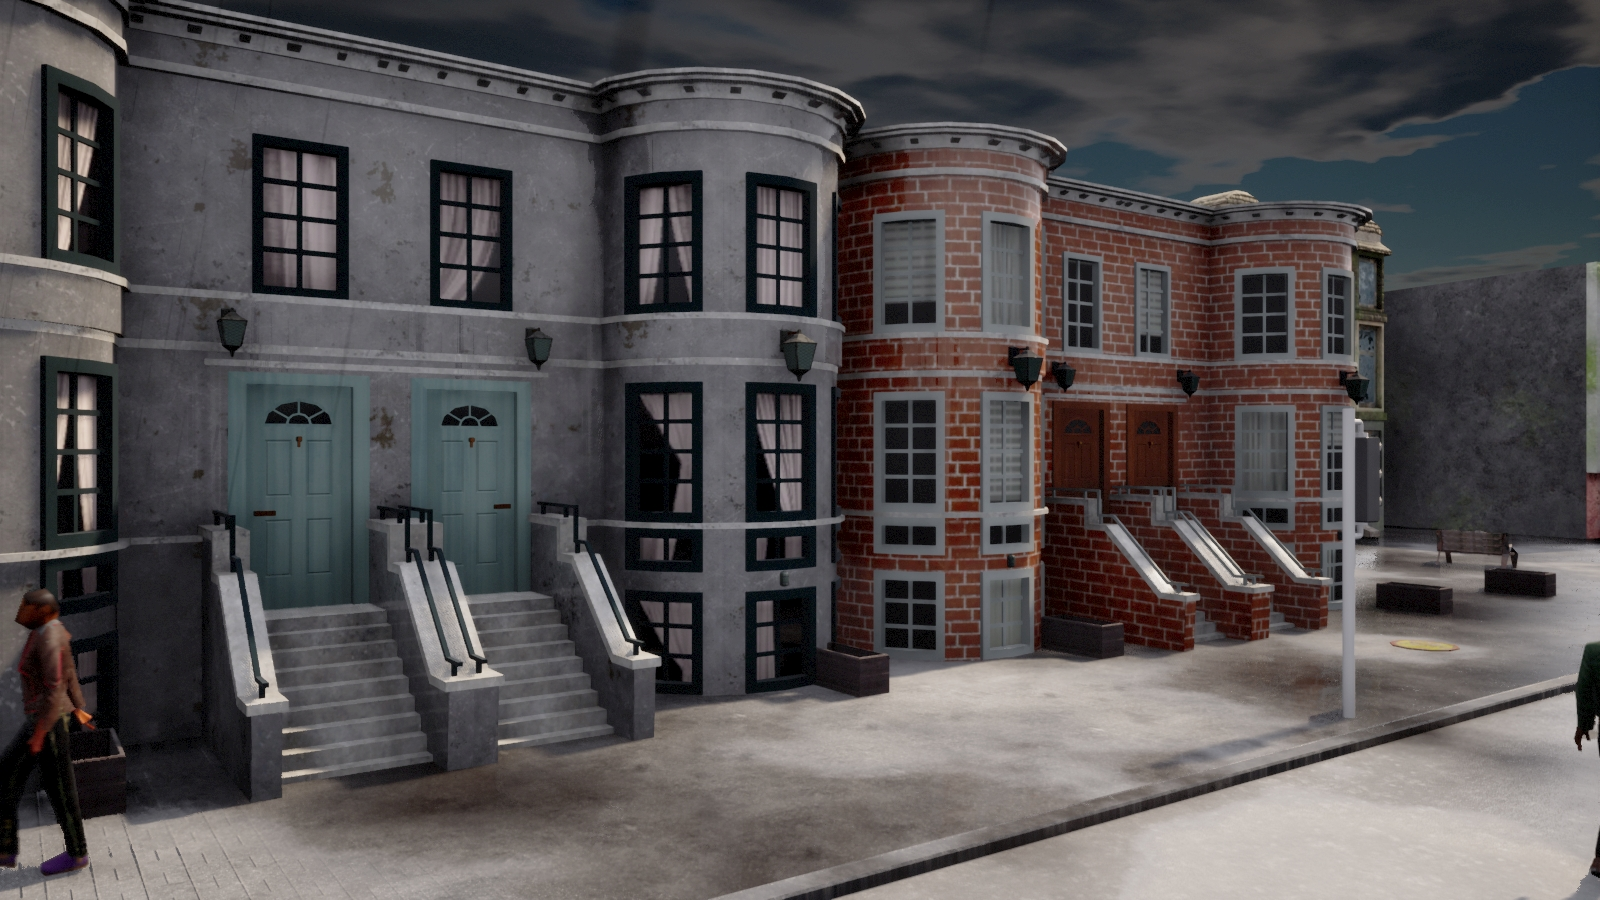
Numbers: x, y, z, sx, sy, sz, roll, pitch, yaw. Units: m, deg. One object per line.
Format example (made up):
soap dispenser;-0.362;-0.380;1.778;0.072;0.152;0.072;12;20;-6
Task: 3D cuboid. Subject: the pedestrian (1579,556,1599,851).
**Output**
pedestrian;5.296;1.628;7.318;0.375;1.860;0.375;0;0;-27

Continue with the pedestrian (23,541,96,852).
pedestrian;-4.694;1.524;7.236;0.375;1.860;0.375;0;0;-35
